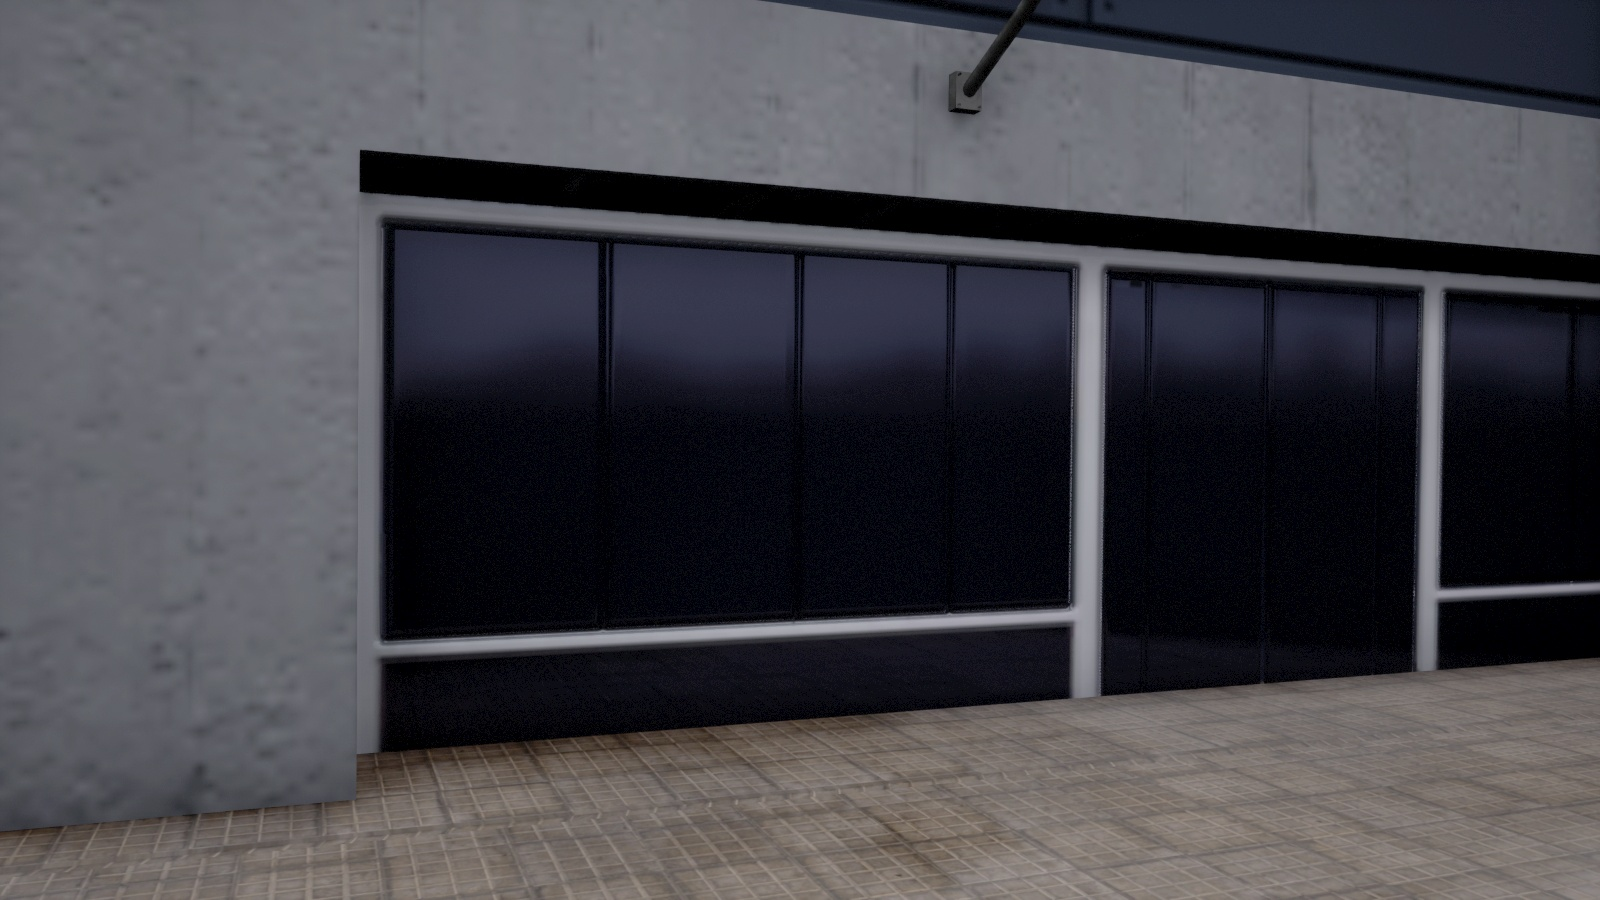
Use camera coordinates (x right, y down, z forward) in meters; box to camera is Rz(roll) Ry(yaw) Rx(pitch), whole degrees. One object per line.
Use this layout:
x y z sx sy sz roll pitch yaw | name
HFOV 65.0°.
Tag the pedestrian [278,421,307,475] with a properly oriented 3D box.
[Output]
-18.039 -0.073 44.645 0.849 1.883 0.563 -1 1 -13 | pedestrian
